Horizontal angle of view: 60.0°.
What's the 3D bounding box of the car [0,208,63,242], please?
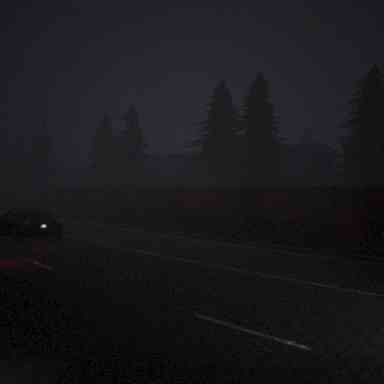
[{"bbox_3d":[-7.843,1.428,15.730,4.181,1.385,1.994,1,0,44],"label":"car"}]
